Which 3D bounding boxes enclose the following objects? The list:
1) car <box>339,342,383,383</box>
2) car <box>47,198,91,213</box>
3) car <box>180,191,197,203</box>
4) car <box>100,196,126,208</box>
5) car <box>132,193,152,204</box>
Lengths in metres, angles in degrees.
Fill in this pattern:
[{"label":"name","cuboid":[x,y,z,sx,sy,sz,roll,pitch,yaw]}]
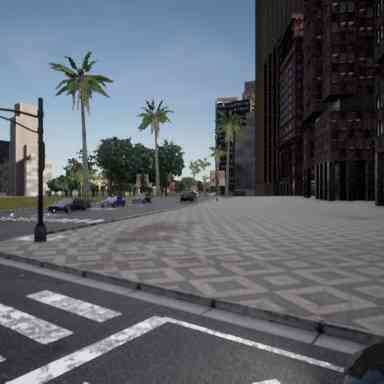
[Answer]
[{"label":"car","cuboid":[3.208,1.506,1.423,4.892,1.490,1.837,0,0,34]},{"label":"car","cuboid":[-12.435,1.353,34.170,2.033,1.411,5.357,0,0,14]},{"label":"car","cuboid":[-0.560,0.810,57.381,2.150,2.045,5.566,0,1,11]},{"label":"car","cuboid":[-10.213,1.249,43.564,1.812,1.442,4.674,0,1,13]},{"label":"car","cuboid":[-8.088,0.983,53.646,2.097,1.767,4.553,0,1,11]}]
